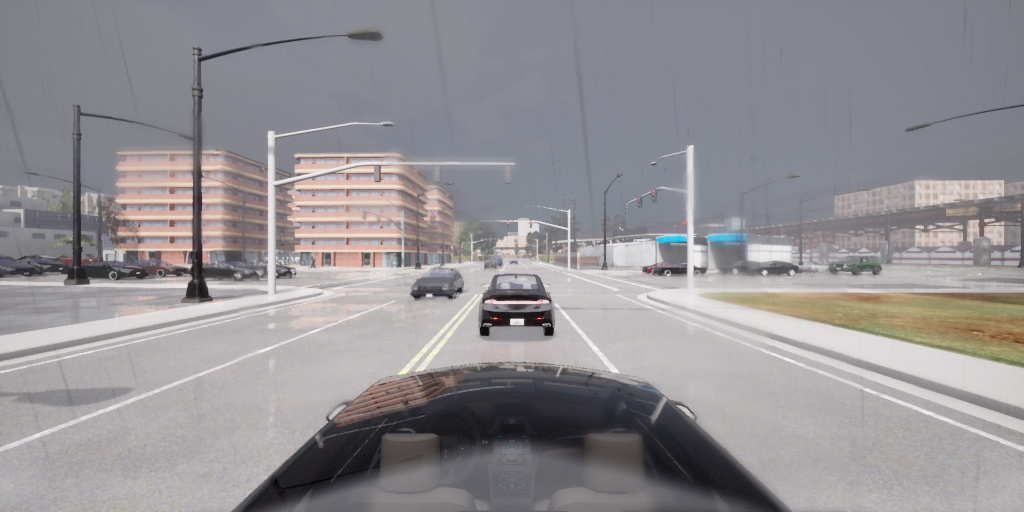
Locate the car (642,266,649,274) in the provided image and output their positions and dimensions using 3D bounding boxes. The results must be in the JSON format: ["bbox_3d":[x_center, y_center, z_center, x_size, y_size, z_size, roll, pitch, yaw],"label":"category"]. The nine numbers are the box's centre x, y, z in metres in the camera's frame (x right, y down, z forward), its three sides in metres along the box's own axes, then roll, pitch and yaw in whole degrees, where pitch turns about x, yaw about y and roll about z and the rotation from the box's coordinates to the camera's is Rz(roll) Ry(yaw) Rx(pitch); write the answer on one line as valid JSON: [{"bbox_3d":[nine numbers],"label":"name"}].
[{"bbox_3d":[16.474,1.314,39.157,4.181,1.385,1.994,0,0,1],"label":"car"}]

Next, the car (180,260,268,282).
[{"bbox_3d":[-20.950,1.109,26.485,4.902,1.511,2.128,1,0,1],"label":"car"}]

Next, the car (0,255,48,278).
[{"bbox_3d":[-39.043,0.875,26.943,5.357,1.411,2.033,1,0,1],"label":"car"}]

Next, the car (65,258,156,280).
[{"bbox_3d":[-29.790,1.054,26.708,4.181,1.385,1.994,1,0,1],"label":"car"}]

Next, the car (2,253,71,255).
[{"bbox_3d":[-50.378,0.628,37.870,4.892,1.490,1.837,1,0,2],"label":"car"}]

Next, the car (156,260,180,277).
[{"bbox_3d":[-30.404,1.025,30.227,5.357,1.411,2.033,1,0,1],"label":"car"}]

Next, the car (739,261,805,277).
[{"bbox_3d":[25.913,1.255,35.781,4.892,1.490,1.837,0,0,-5],"label":"car"}]

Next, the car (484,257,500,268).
[{"bbox_3d":[-3.318,1.255,56.762,1.837,1.490,4.892,0,0,0],"label":"car"}]

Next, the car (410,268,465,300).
[{"bbox_3d":[-3.517,1.298,17.968,2.033,1.411,5.357,0,0,0],"label":"car"}]

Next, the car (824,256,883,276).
[{"bbox_3d":[36.327,0.971,37.836,5.566,2.045,2.150,0,0,-19],"label":"car"}]

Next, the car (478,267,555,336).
[{"bbox_3d":[0.121,1.242,10.320,2.128,1.511,4.902,0,0,0],"label":"car"}]

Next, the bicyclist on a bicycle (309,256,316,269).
[{"bbox_3d":[-25.928,0.844,46.605,0.582,1.620,1.656,1,0,1],"label":"bicyclist on a bicycle"}]

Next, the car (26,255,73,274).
[{"bbox_3d":[-40.295,0.868,30.478,4.181,1.385,1.994,1,0,1],"label":"car"}]

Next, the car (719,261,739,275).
[{"bbox_3d":[25.218,1.255,39.234,4.892,1.490,1.837,0,0,-5],"label":"car"}]

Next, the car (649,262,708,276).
[{"bbox_3d":[16.634,1.351,35.629,4.718,1.301,1.895,0,0,0],"label":"car"}]

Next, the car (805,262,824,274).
[{"bbox_3d":[34.884,1.351,41.006,4.718,1.301,1.895,0,0,-19],"label":"car"}]

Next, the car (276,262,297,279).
[{"bbox_3d":[-20.661,1.109,29.976,4.902,1.511,2.128,1,0,1],"label":"car"}]
